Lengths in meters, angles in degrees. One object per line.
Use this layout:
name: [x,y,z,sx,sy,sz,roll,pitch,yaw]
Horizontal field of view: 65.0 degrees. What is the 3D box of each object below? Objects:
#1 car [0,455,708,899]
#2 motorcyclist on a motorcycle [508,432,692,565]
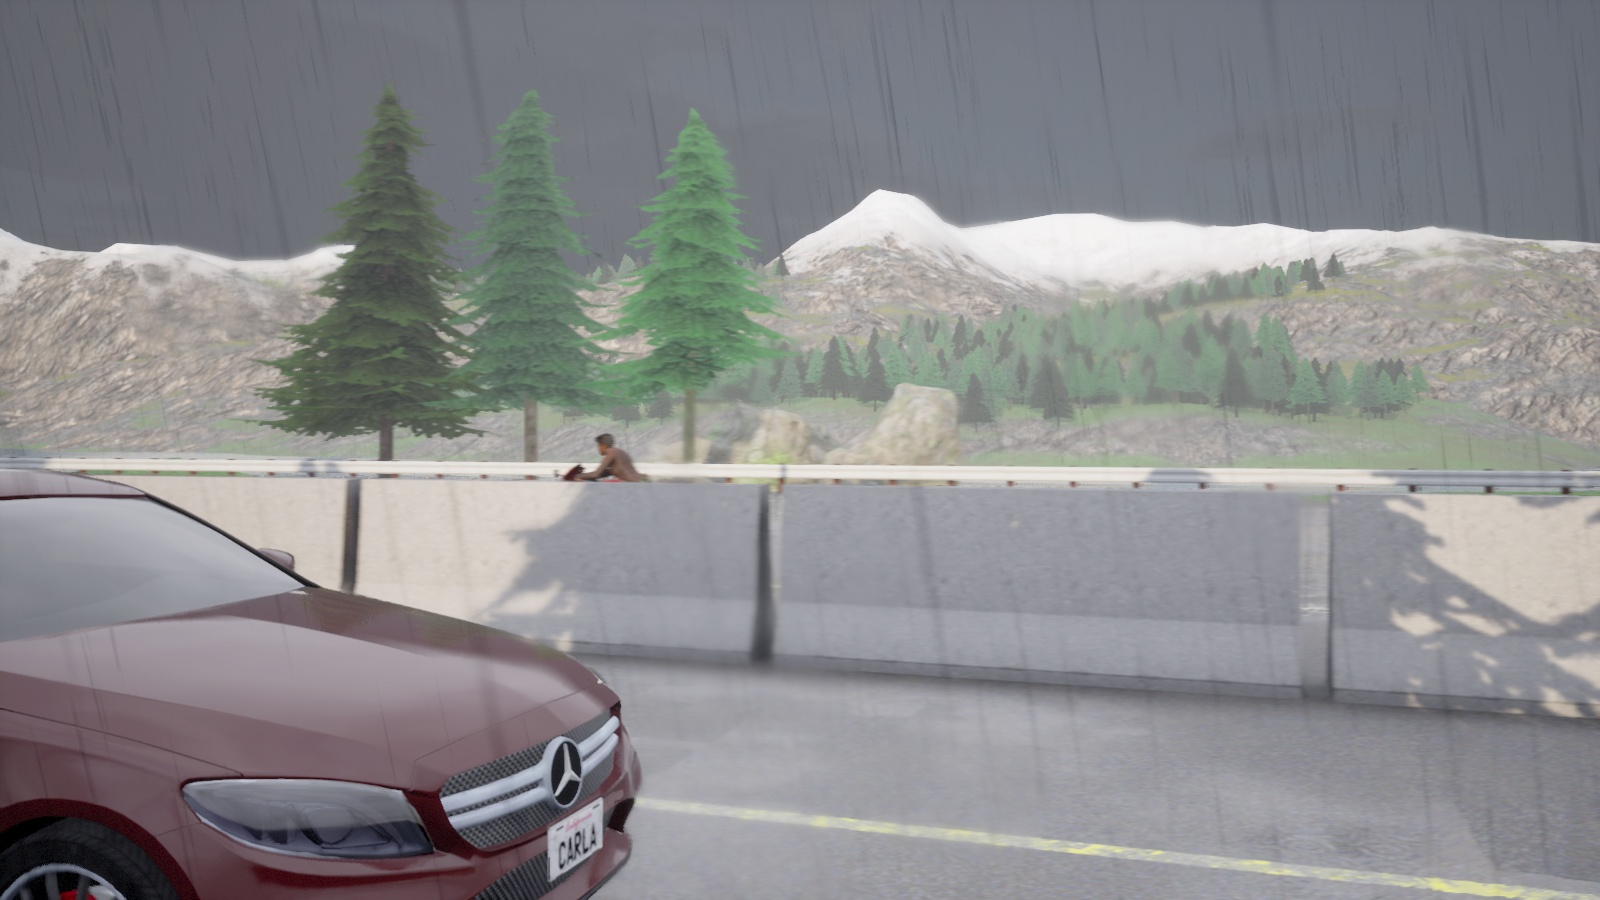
car: [-2.818,0.765,4.142,4.674,1.442,1.812,1,1,19]
motorcyclist on a motorcycle: [-2.399,0.540,15.077,2.044,1.523,0.797,0,1,19]
